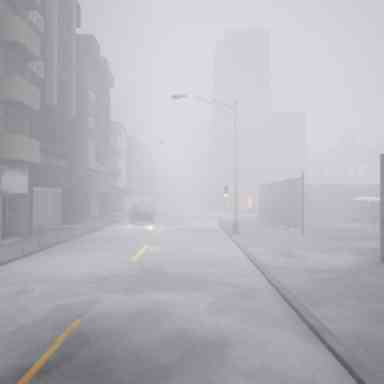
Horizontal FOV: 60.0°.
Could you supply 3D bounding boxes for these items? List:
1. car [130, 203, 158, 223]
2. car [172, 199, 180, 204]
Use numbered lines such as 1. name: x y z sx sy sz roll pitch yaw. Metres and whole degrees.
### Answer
1. car: -4.006 1.749 28.524 1.882 1.535 5.008 0 -1 0
2. car: -3.973 2.485 84.806 2.033 1.411 5.357 0 -1 0
